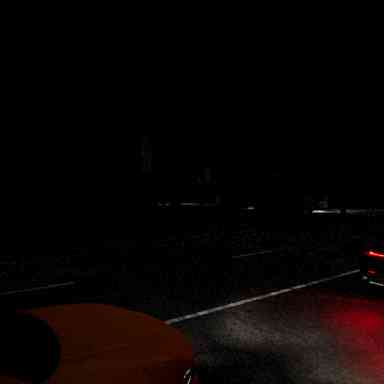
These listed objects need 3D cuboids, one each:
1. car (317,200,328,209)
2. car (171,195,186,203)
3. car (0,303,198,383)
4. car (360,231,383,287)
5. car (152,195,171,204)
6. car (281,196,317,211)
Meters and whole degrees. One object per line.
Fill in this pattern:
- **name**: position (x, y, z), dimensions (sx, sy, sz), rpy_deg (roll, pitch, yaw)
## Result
- **car**: position (13.429, 1.234, 39.150), dimensions (1.882, 1.535, 5.008), rpy_deg (-1, 0, -39)
- **car**: position (-3.089, 1.260, 59.787), dimensions (2.128, 1.511, 4.902), rpy_deg (-1, 0, -38)
- **car**: position (-2.225, 1.478, 2.141), dimensions (5.008, 1.535, 1.882), rpy_deg (0, 0, -36)
- **car**: position (5.930, 1.468, 7.976), dimensions (4.892, 1.490, 1.837), rpy_deg (0, 0, -35)
- **car**: position (-6.174, 1.306, 58.047), dimensions (1.837, 1.490, 4.892), rpy_deg (-1, 0, -38)
- **car**: position (11.019, 1.350, 36.564), dimensions (1.994, 1.385, 4.181), rpy_deg (-1, 0, -39)
